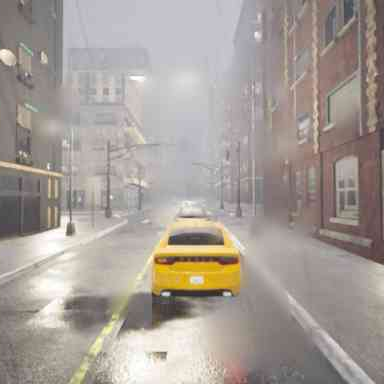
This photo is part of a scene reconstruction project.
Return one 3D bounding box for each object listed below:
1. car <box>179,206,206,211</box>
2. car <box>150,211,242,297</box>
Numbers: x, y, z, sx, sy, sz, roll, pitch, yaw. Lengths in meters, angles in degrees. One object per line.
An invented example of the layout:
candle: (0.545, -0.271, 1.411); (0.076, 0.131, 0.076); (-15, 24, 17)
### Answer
car: (0.066, 1.497, 17.910); (2.128, 1.511, 4.902); (0, 0, 1)
car: (0.089, 1.478, 8.627); (1.882, 1.535, 5.008); (0, 0, 0)
